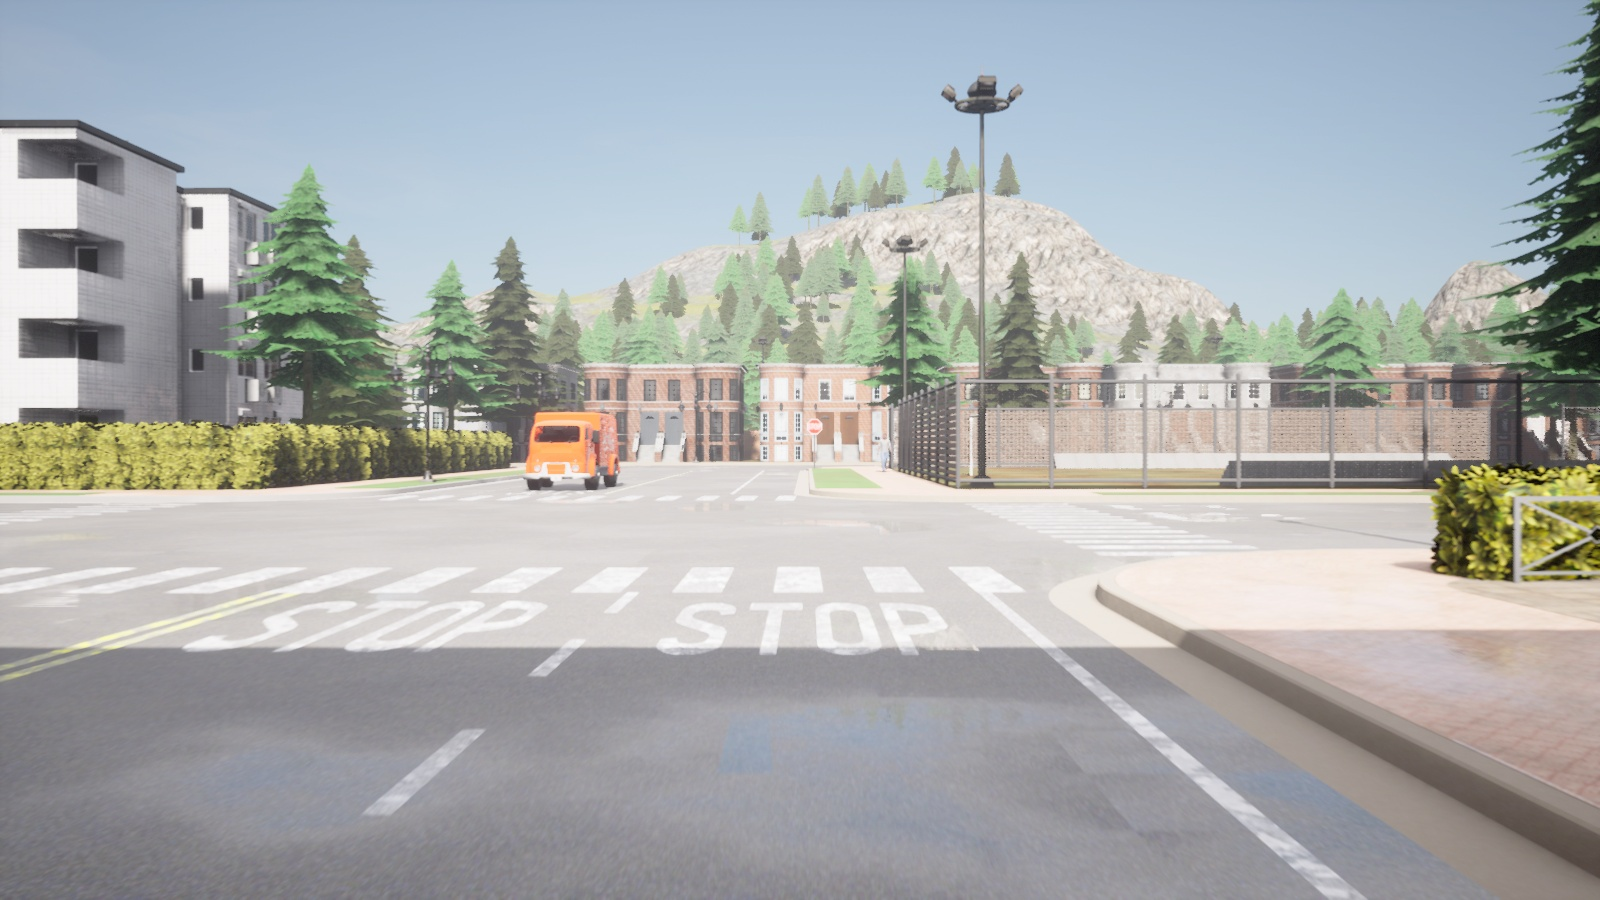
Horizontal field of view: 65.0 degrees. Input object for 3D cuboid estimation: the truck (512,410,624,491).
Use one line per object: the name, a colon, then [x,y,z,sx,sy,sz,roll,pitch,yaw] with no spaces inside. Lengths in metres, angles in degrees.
truck: [-7.410,0.008,40.741,2.627,2.467,5.204,0,0,0]

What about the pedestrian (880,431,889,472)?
pedestrian: [3.785,0.081,56.305,0.354,1.836,0.706,0,0,0]
